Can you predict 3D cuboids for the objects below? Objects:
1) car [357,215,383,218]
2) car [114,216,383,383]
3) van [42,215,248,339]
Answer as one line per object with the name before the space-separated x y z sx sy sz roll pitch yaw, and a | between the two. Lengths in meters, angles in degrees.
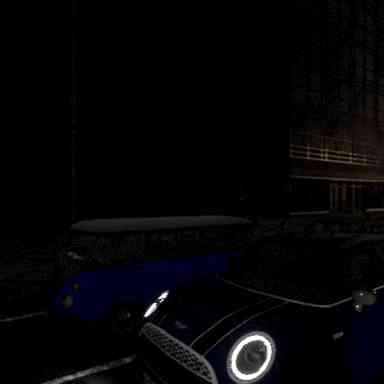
car | 4.051 1.501 9.529 4.097 1.590 1.967 0 0 -35
car | 1.557 1.378 4.485 4.553 1.767 2.097 0 0 -35
van | -0.517 1.363 6.275 3.998 1.788 1.690 0 0 -35
